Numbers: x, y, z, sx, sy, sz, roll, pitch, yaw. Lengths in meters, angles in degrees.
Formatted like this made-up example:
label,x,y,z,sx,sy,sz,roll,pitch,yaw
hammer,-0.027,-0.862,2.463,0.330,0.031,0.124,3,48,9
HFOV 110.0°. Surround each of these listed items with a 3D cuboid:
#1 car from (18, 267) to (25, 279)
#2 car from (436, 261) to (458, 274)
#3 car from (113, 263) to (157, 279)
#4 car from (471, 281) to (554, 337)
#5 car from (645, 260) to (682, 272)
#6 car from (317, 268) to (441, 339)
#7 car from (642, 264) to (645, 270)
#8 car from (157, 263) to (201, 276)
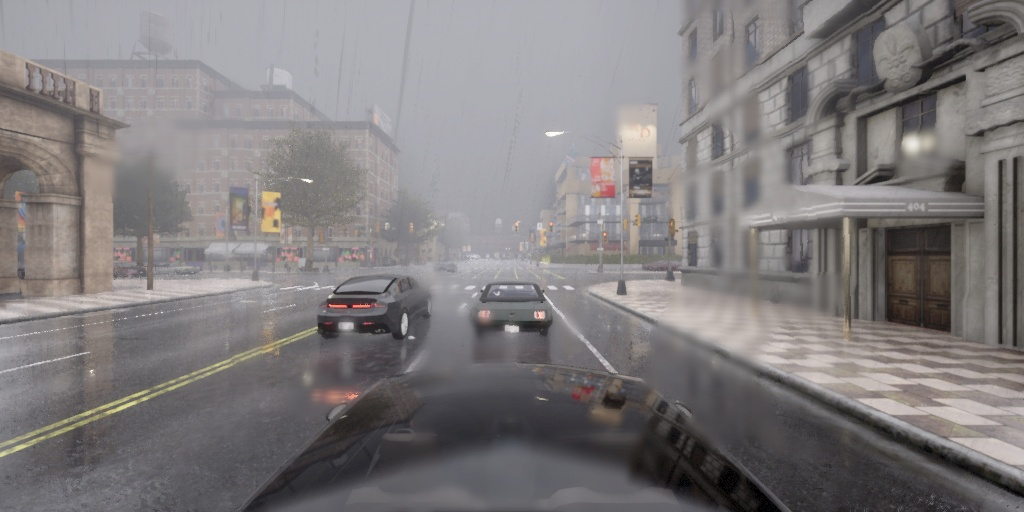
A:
label,x,y,z,sx,sy,sz,roll,pitch,yaw
car,-51.246,1.342,35.925,4.718,1.301,1.895,0,0,0
car,-7.316,1.291,40.383,1.994,1.385,4.181,0,0,-1
car,-35.479,1.306,32.449,4.181,1.385,1.994,0,0,0
car,0.013,1.349,10.242,1.895,1.301,4.718,0,0,0
car,19.403,1.265,44.303,4.674,1.442,1.812,0,0,-1
car,-3.488,1.253,10.020,1.837,1.490,4.892,0,0,0
car,19.751,1.264,47.807,4.674,1.442,1.812,0,0,0
car,-34.238,1.342,35.952,4.718,1.301,1.895,0,0,0
